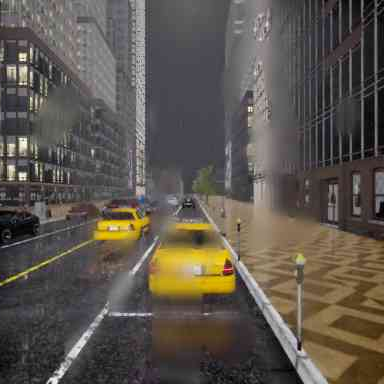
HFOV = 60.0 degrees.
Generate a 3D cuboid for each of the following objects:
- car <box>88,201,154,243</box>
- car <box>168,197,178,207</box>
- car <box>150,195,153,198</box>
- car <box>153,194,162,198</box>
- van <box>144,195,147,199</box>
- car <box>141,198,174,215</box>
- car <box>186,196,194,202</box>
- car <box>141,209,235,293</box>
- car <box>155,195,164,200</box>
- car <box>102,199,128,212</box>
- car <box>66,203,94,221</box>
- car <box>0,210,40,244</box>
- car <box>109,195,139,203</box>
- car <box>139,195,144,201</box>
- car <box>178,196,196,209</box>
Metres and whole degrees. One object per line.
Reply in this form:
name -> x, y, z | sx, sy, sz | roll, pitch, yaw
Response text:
car -> -3.143, 1.454, 15.899 | 1.801, 1.575, 5.366 | 0, 0, 0
car -> -3.047, 1.503, 51.141 | 1.812, 1.442, 4.674 | 0, 0, 0
car -> -8.833, 1.551, 61.338 | 1.802, 1.307, 4.206 | 0, 0, 0
car -> -8.832, 1.391, 78.413 | 1.967, 1.590, 4.097 | 0, 0, 0
van -> -8.832, 1.315, 55.646 | 1.690, 1.788, 3.998 | 0, 0, 0
car -> -3.050, 1.538, 30.104 | 2.033, 1.411, 5.357 | 0, 0, 0
car -> -0.452, 1.533, 78.399 | 1.802, 1.307, 4.206 | 0, 0, 0
car -> 0.004, 1.456, 8.839 | 1.801, 1.575, 5.366 | 0, 0, 0
car -> -8.832, 1.504, 89.799 | 1.947, 1.339, 4.313 | 0, 0, 0
car -> -8.833, 1.537, 38.569 | 2.008, 1.369, 4.403 | 0, 0, 0
car -> -8.832, 1.575, 27.183 | 1.802, 1.307, 4.206 | 0, 0, 0
car -> -8.833, 1.563, 15.800 | 1.947, 1.339, 4.313 | 0, 0, 0
car -> -6.242, 1.344, 28.664 | 2.097, 1.767, 4.553 | 0, 0, 0
car -> -8.833, 1.523, 49.953 | 1.887, 1.381, 4.507 | 0, 0, 0
car -> -0.452, 1.548, 44.248 | 1.947, 1.339, 4.313 | 0, 0, 0
